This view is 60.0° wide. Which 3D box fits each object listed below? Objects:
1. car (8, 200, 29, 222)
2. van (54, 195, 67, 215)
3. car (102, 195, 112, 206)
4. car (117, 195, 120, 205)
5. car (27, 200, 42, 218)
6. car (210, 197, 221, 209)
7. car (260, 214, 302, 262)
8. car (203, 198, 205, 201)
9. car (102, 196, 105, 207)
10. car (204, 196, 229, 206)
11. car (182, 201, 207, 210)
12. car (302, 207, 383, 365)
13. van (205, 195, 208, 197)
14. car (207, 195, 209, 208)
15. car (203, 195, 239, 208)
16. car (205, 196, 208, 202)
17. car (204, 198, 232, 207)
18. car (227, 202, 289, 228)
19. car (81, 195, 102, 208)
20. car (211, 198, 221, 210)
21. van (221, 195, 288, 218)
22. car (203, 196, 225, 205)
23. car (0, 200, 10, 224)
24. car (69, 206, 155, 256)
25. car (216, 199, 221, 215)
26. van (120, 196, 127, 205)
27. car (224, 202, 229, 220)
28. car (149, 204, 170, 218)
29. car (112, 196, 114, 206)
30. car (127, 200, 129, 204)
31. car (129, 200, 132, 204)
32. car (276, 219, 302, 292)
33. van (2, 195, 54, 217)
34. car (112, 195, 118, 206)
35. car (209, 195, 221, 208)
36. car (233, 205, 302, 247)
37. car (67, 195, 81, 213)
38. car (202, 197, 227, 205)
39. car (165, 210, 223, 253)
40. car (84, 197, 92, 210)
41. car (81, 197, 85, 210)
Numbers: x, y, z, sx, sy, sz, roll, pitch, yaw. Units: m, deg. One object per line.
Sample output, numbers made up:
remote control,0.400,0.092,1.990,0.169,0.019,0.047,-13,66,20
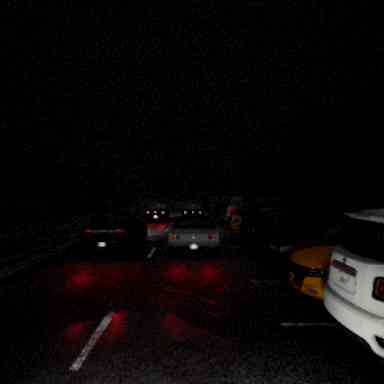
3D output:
car,-15.530,1.575,25.252,4.792,1.488,2.163,0,0,0
van,-15.441,1.370,33.589,4.442,1.987,1.878,0,0,0
car,-15.581,1.475,50.266,5.566,2.045,2.435,0,-1,0
car,-15.580,1.673,58.601,4.553,1.767,2.185,0,0,0
car,-15.557,1.601,27.906,4.674,1.452,2.002,0,0,0
car,4.618,1.611,34.696,4.892,1.521,2.231,0,0,0
car,4.638,1.539,9.883,4.674,1.452,2.002,0,0,0
car,4.432,1.728,51.239,5.366,1.575,1.946,0,0,0
car,-15.738,1.699,47.484,5.366,1.575,1.946,0,0,0
car,4.581,1.691,62.273,4.553,1.767,2.185,0,0,0
car,0.069,1.699,29.143,1.895,1.301,4.718,0,0,0
car,4.667,1.235,4.370,5.566,2.045,2.435,0,0,0
van,4.501,1.483,48.483,4.442,1.987,1.878,0,0,0
car,4.652,1.541,42.968,4.553,1.767,2.185,0,0,0
car,4.644,1.502,53.998,5.566,2.045,2.435,0,0,0
car,4.625,1.687,45.724,5.008,1.535,2.097,0,0,0
car,4.619,1.799,59.510,4.892,1.521,2.231,0,0,0
car,4.817,1.524,18.153,5.366,1.575,1.946,0,0,0
car,-15.525,1.427,44.582,5.566,2.045,2.435,0,0,0
car,4.619,1.594,31.939,4.892,1.521,2.231,0,0,0
van,4.512,1.324,23.546,4.442,1.987,1.878,0,0,0
car,4.577,1.734,70.548,4.553,1.767,2.185,0,0,0
car,-15.555,1.533,22.474,4.892,1.521,2.231,0,0,0
car,-2.926,1.518,13.269,2.128,1.511,4.902,0,-1,0
car,4.622,1.564,26.426,4.892,1.521,2.231,0,0,0
van,-15.431,1.615,64.038,4.442,1.987,1.878,0,0,0
car,4.628,1.578,20.911,4.674,1.452,2.002,0,0,0
car,-2.930,1.699,29.142,1.895,1.301,4.718,0,0,0
car,-15.557,1.752,53.042,4.892,1.521,2.231,0,0,0
car,-15.578,1.729,66.945,4.553,1.767,2.185,0,0,0
car,-15.515,1.901,72.380,4.792,1.488,2.163,0,0,0
car,4.642,1.492,7.125,5.008,1.535,2.097,0,0,0
van,-15.675,1.353,30.812,4.442,1.987,1.878,0,0,0
car,-15.545,1.774,55.697,5.008,1.535,2.097,0,0,0
car,4.592,1.502,37.453,4.553,1.767,2.185,0,0,0
car,4.627,1.517,15.398,4.892,1.521,2.231,0,0,0
car,-15.585,1.364,36.370,5.566,2.045,2.435,0,0,0
car,4.615,1.848,67.786,5.008,1.535,2.097,0,0,0
car,0.076,1.632,13.897,1.895,1.301,4.718,0,0,0
car,-15.552,1.696,41.861,4.674,1.452,2.002,0,0,0
car,-15.553,1.675,39.147,4.674,1.452,2.002,0,0,0
